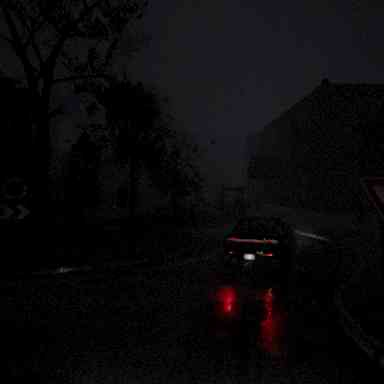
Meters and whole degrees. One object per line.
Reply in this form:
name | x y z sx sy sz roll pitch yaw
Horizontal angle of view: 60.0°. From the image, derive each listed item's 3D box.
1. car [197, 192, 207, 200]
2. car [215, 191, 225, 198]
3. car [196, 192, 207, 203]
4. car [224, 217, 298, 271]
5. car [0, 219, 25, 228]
car | 2.282 0.848 74.932 2.097 1.767 4.553 0 0 5
car | 7.390 1.032 93.484 2.097 1.535 5.008 0 0 8
car | 1.718 1.293 64.637 2.033 1.411 5.357 0 1 3
car | 2.491 1.612 11.472 2.128 1.511 4.902 0 -1 22
car | -14.540 1.813 23.480 4.902 1.511 2.128 1 -2 -43
